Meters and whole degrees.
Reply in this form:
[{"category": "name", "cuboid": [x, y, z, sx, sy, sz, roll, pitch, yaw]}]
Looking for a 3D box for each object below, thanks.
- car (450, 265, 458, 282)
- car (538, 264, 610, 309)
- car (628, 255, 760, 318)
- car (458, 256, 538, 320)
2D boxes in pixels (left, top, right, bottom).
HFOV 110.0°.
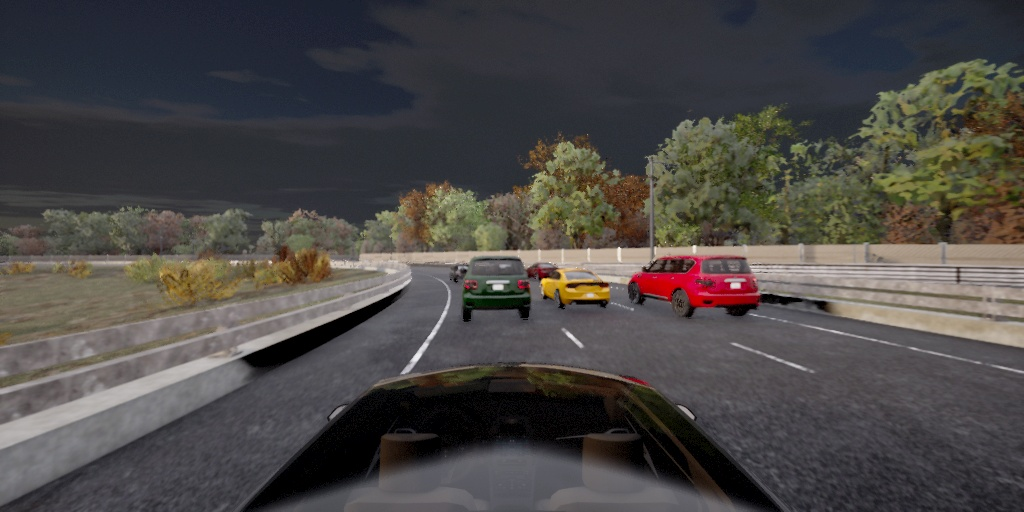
[{"category": "car", "cuboid": [-4.135, 1.406, 30.166, 1.812, 1.442, 4.674, 0, 0, -16]}, {"category": "car", "cuboid": [2.517, 1.269, 15.370, 1.882, 1.535, 5.008, 0, 0, -7]}, {"category": "car", "cuboid": [6.323, 0.986, 13.255, 2.150, 2.045, 5.566, 0, 0, -6]}, {"category": "car", "cuboid": [-0.688, 1.018, 13.051, 2.150, 2.045, 5.566, 0, 0, -6]}]
